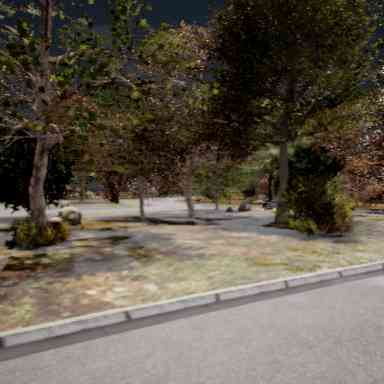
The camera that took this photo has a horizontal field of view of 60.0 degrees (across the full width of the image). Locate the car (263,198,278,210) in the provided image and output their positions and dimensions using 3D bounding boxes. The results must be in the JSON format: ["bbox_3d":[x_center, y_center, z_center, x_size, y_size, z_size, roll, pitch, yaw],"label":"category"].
[{"bbox_3d":[9.550,1.281,34.819,4.181,1.385,1.994,1,0,25],"label":"car"}]
